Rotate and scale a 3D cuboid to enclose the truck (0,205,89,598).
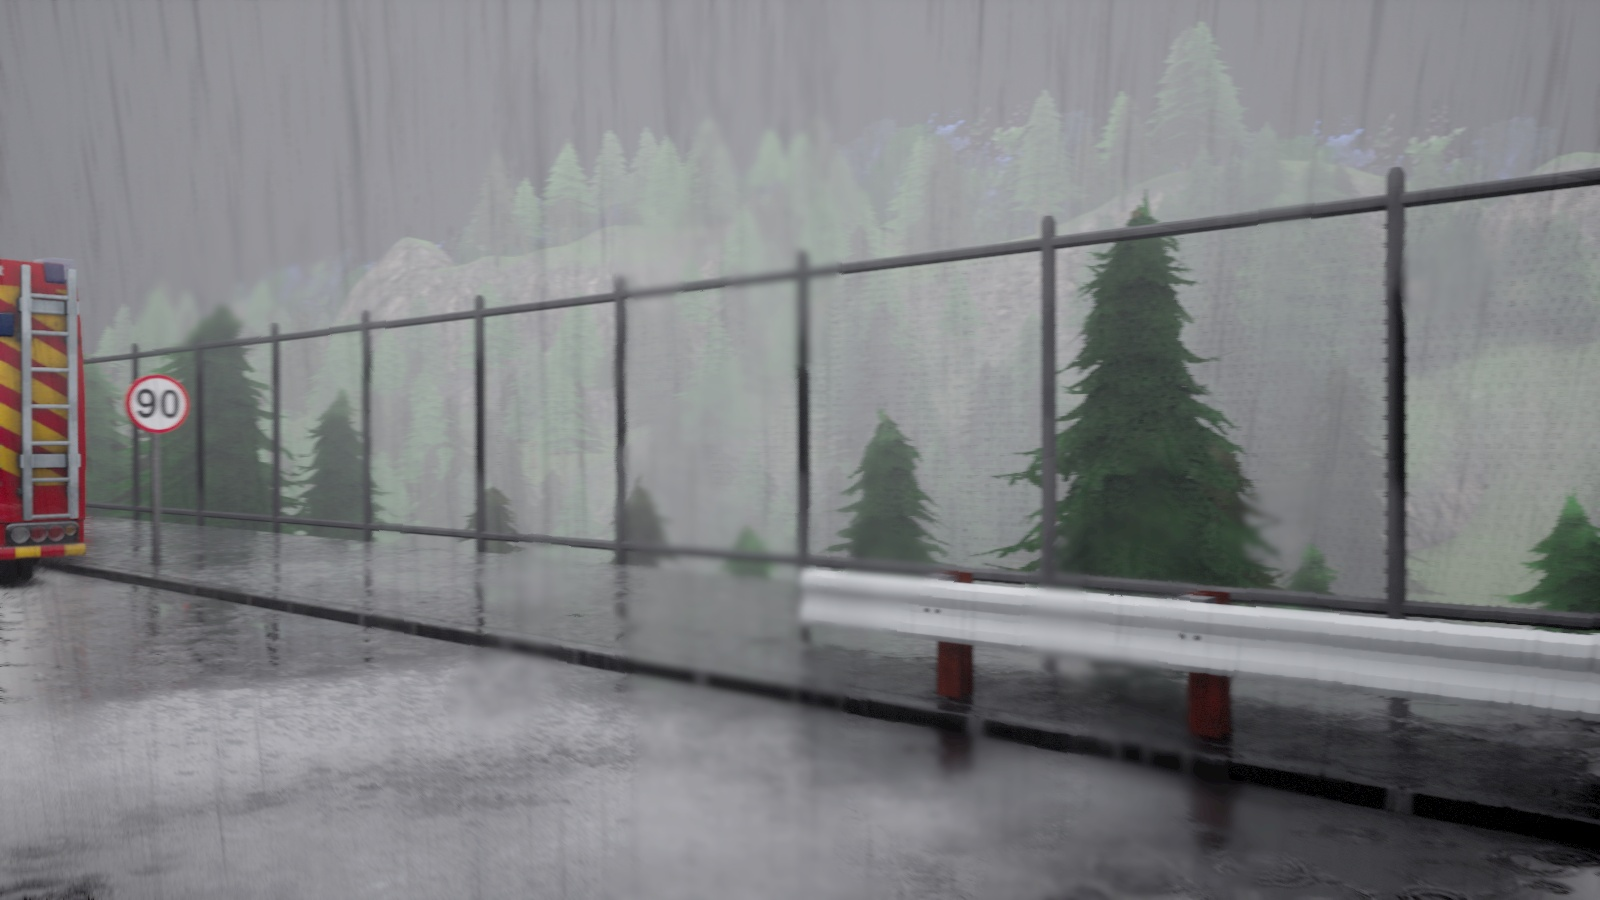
[{"bbox_3d":[-11.358,-0.476,14.597,8.468,3.827,2.891,0,0,42],"label":"truck"}]
